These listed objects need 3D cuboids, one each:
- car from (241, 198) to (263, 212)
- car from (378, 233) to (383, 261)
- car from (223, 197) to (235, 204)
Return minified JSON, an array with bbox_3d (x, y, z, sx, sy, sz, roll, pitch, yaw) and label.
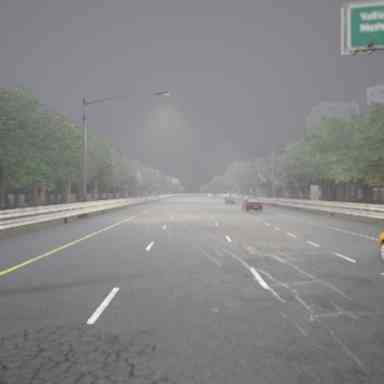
[{"bbox_3d":[6.998,1.484,39.023,1.882,1.535,5.008,0,0,0],"label":"car"},{"bbox_3d":[7.001,1.479,8.829,1.882,1.535,5.008,0,0,0],"label":"car"},{"bbox_3d":[6.997,1.564,62.377,2.033,1.411,5.357,0,0,0],"label":"car"}]
